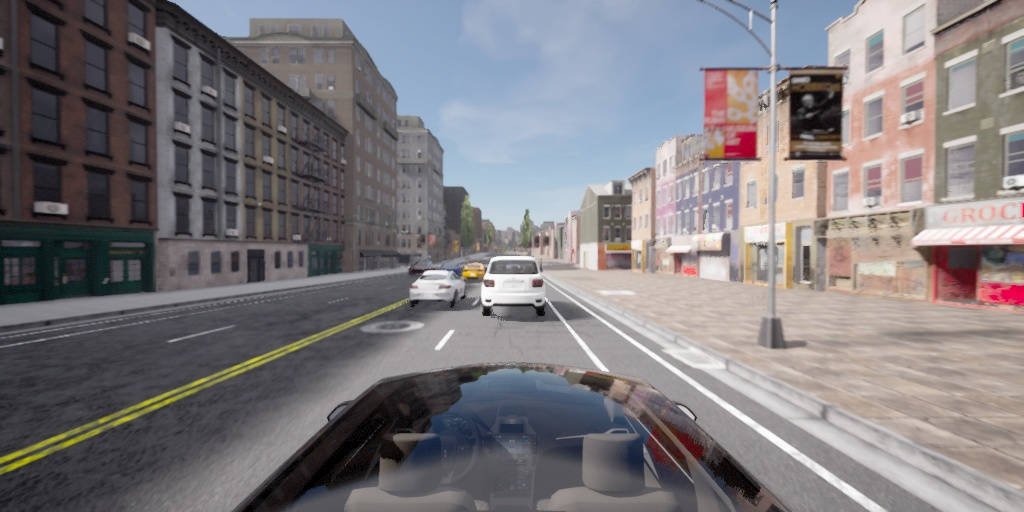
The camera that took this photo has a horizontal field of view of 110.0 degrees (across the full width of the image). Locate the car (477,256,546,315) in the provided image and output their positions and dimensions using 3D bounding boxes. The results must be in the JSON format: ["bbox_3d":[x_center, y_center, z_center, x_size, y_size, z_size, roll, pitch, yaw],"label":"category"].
[{"bbox_3d":[0.067,1.040,14.005,2.150,2.045,5.566,0,0,0],"label":"car"}]

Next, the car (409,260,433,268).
[{"bbox_3d":[-9.848,1.289,39.369,2.097,1.767,4.553,0,0,0],"label":"car"}]

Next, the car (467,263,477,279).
[{"bbox_3d":[-3.172,1.391,31.582,1.882,1.535,5.008,0,0,0],"label":"car"}]

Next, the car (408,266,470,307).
[{"bbox_3d":[-3.175,1.355,15.894,1.812,1.442,4.674,0,0,0],"label":"car"}]

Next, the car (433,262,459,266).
[{"bbox_3d":[-6.599,1.412,38.010,1.882,1.535,5.008,0,0,0],"label":"car"}]
